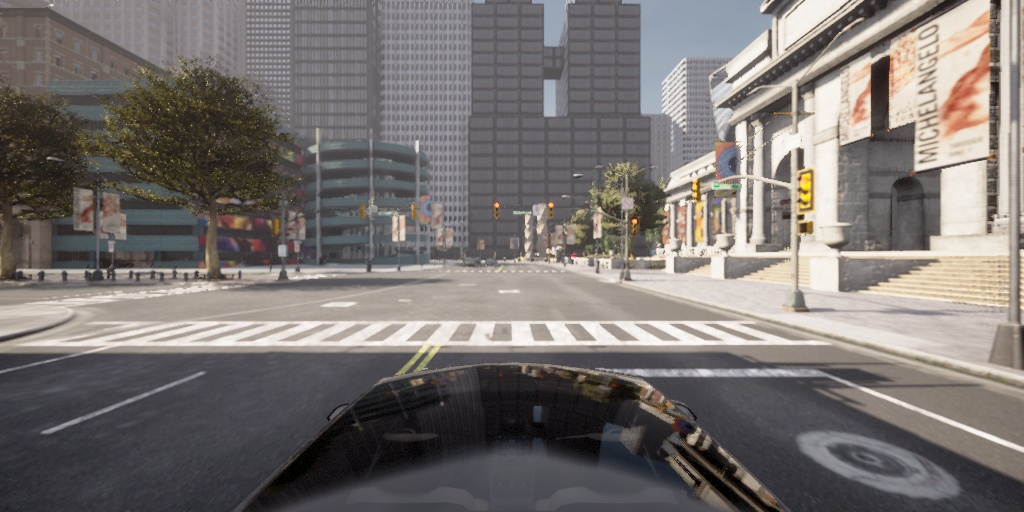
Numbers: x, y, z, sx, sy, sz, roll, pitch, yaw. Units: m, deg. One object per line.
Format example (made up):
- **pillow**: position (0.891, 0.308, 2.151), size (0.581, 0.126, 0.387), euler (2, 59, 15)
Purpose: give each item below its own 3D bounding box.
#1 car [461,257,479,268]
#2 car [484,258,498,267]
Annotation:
- **car**: position (-7.064, 0.968, 58.894), size (2.097, 1.767, 4.553), euler (0, 0, 0)
- **car**: position (-3.566, 1.119, 60.110), size (1.837, 1.490, 4.892), euler (0, 0, 0)
